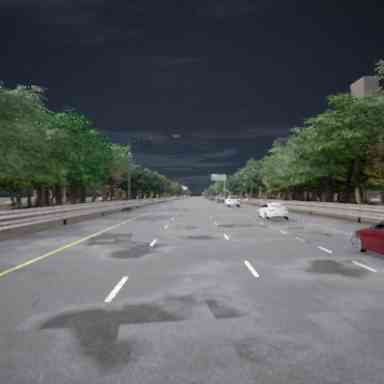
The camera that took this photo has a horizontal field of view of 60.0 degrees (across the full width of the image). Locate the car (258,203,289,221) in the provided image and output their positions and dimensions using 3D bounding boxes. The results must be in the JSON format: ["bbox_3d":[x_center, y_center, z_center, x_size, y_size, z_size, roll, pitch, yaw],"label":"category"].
[{"bbox_3d":[7.042,1.662,28.945,1.812,1.442,4.674,0,-1,0],"label":"car"}]

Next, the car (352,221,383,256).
[{"bbox_3d":[7.006,1.551,10.755,1.812,1.442,4.674,0,0,0],"label":"car"}]

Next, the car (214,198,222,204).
[{"bbox_3d":[7.401,2.275,86.519,1.812,1.442,4.674,0,-1,1],"label":"car"}]

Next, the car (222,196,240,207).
[{"bbox_3d":[7.186,1.669,59.430,2.150,2.045,5.566,0,-1,0],"label":"car"}]
